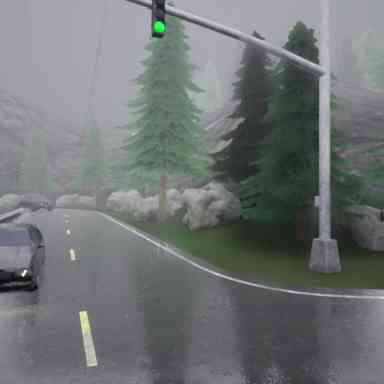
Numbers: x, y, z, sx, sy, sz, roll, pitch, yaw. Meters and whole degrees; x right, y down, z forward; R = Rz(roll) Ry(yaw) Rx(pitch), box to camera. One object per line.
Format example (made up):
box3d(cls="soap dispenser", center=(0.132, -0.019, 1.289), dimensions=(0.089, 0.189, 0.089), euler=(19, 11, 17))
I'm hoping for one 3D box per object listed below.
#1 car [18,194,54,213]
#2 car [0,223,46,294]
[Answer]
box3d(cls="car", center=(-18.200, 1.269, 38.696), dimensions=(5.566, 2.045, 2.150), euler=(0, -1, 42))
box3d(cls="car", center=(-4.988, 1.562, 8.935), dimensions=(2.033, 1.411, 5.357), euler=(0, 0, -21))
